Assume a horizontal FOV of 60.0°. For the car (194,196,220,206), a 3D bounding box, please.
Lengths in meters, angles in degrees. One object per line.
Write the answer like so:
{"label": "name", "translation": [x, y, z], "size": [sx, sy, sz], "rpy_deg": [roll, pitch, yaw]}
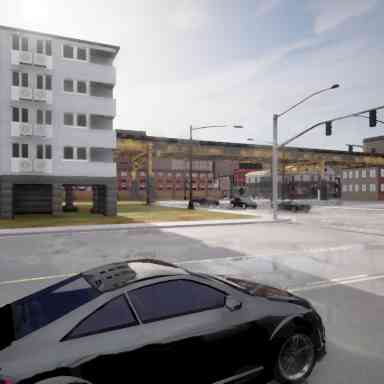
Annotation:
{"label": "car", "translation": [2.705, 1.547, 55.301], "size": [2.033, 1.411, 5.357], "rpy_deg": [0, 0, -21]}

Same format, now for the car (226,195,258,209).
{"label": "car", "translation": [7.052, 1.505, 45.763], "size": [1.837, 1.490, 4.892], "rpy_deg": [0, 0, -25]}

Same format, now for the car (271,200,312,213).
{"label": "car", "translation": [11.070, 1.601, 37.291], "size": [1.895, 1.301, 4.718], "rpy_deg": [0, 0, -26]}

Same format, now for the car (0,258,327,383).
{"label": "car", "translation": [-0.346, 1.564, 4.078], "size": [4.181, 1.385, 1.994], "rpy_deg": [0, 0, -30]}

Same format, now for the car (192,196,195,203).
{"label": "car", "translation": [0.742, 1.547, 65.788], "size": [2.033, 1.411, 5.357], "rpy_deg": [0, 0, 3]}
